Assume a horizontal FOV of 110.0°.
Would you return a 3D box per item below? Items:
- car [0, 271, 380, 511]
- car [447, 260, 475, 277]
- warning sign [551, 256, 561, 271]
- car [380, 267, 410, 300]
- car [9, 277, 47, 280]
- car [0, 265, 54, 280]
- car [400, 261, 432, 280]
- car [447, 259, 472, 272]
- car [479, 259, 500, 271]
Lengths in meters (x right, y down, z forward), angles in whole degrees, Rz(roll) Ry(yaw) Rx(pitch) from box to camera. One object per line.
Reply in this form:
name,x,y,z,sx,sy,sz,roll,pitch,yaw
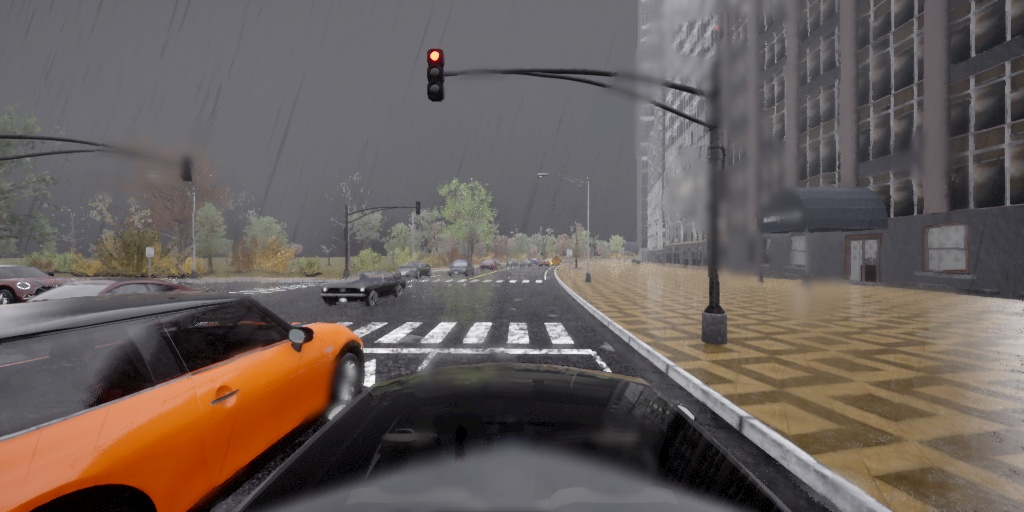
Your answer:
car,-3.103,1.102,3.187,2.097,1.767,4.553,0,0,0
car,-4.936,1.273,35.384,1.812,1.442,4.674,0,0,6
warning sign,5.451,0.868,44.118,1.300,1.860,1.060,0,0,7
car,-6.271,1.348,15.682,1.895,1.301,4.718,0,0,2
car,-9.724,1.274,8.497,1.812,1.442,4.674,0,0,1
car,-20.969,1.159,14.958,4.553,1.767,2.097,0,0,4
car,-8.542,1.238,31.600,2.128,1.511,4.902,0,0,5
car,-6.876,1.225,47.457,1.882,1.535,5.008,0,0,7
car,-3.236,1.228,50.313,1.882,1.535,5.008,0,0,8
